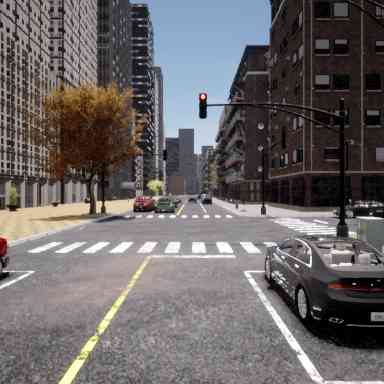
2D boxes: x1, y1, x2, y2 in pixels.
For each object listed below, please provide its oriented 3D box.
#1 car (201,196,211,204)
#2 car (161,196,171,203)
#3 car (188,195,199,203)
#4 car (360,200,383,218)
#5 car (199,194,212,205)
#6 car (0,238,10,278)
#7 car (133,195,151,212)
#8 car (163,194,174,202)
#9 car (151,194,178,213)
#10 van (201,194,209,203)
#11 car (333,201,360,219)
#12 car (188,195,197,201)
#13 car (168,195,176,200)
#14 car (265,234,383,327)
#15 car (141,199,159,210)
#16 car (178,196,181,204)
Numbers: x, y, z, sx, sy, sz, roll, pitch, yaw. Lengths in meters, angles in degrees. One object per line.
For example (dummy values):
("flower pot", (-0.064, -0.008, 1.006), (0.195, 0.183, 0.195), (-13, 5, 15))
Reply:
("car", (2.792, 1.578, 67.120), (1.752, 1.417, 4.829), (0, 0, 0))
("car", (-5.581, 1.627, 72.487), (1.947, 1.339, 4.313), (0, 0, 0))
("car", (0.104, 1.547, 68.661), (2.128, 1.511, 4.902), (0, 0, 0))
("car", (14.773, 1.345, 23.769), (4.181, 1.385, 1.994), (-1, 0, 0))
("car", (2.783, 1.611, 61.427), (1.947, 1.339, 4.313), (0, 0, 0))
("car", (-5.682, 1.545, 6.961), (1.887, 1.381, 4.507), (0, 0, 0))
("car", (-5.633, 1.336, 39.349), (2.192, 1.841, 5.009), (0, 0, 0))
("car", (-5.573, 1.386, 78.009), (2.192, 1.841, 5.009), (0, 0, 0))
("car", (-3.016, 1.371, 37.033), (2.097, 1.767, 4.553), (0, 0, -1))
("van", (2.799, 1.402, 72.474), (1.690, 1.788, 3.998), (0, 0, 0))
("car", (13.465, 1.350, 26.337), (4.403, 1.369, 2.008), (-1, 1, 0))
("car", (0.121, 1.463, 79.084), (2.033, 1.411, 5.357), (0, 0, 0))
("car", (-5.547, 1.654, 94.578), (2.008, 1.369, 4.403), (0, 0, 0))
("car", (2.698, 1.551, 6.948), (2.008, 1.369, 4.403), (0, 0, 0))
("car", (-5.624, 1.592, 44.872), (1.947, 1.339, 4.313), (0, 0, 0))
("car", (-3.024, 1.631, 48.308), (1.895, 1.301, 4.718), (0, 0, 0))
